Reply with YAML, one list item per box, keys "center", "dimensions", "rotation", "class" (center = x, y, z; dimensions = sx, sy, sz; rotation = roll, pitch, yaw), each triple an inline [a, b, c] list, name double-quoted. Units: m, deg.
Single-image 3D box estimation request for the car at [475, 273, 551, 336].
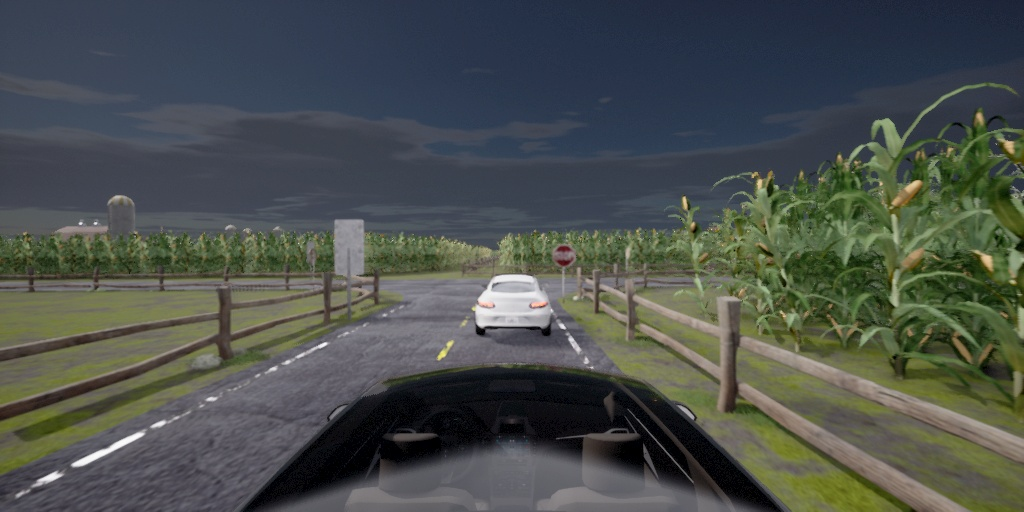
- center: [0.079, 1.207, 10.065]
  dimensions: [1.812, 1.442, 4.674]
  rotation: [0, 0, 2]
  class: "car"
